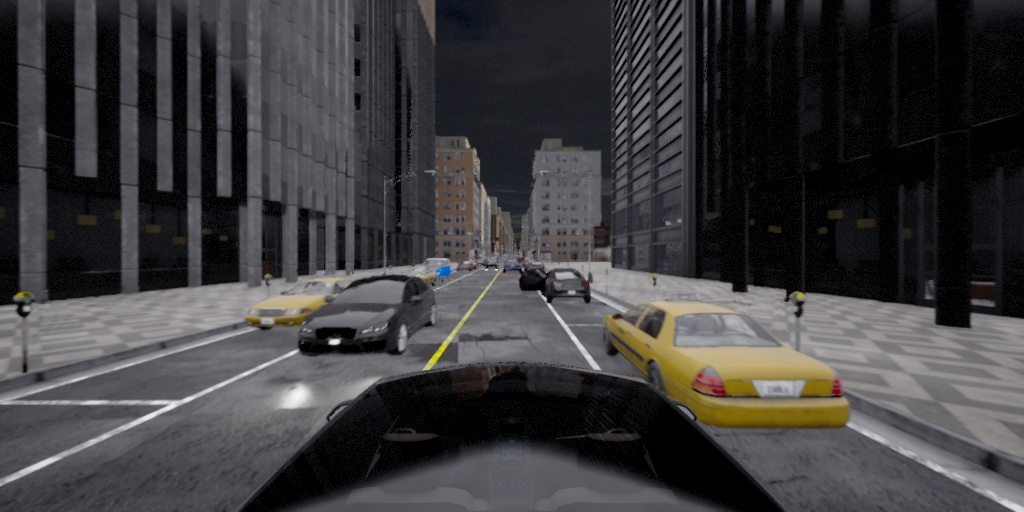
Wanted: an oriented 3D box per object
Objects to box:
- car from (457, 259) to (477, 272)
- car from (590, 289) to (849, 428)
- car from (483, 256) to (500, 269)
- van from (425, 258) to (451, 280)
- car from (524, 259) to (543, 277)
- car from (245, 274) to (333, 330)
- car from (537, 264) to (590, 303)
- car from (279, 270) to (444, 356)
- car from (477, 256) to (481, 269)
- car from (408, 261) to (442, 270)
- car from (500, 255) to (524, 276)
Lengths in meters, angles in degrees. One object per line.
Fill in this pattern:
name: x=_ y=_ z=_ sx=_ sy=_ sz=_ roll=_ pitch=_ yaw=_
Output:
car: x=-5.860 y=1.258 z=45.125 sx=1.802 sy=1.307 sz=4.207 roll=0 pitch=0 yaw=0
car: x=2.672 y=1.272 z=5.831 sx=1.751 sy=1.417 sz=4.829 roll=0 pitch=0 yaw=1
car: x=-3.003 y=1.181 z=54.578 sx=1.837 sy=1.490 sz=4.892 roll=0 pitch=0 yaw=0
van: x=-5.859 y=1.059 z=28.205 sx=1.690 sy=1.789 sz=3.998 roll=0 pitch=0 yaw=0
car: x=2.666 y=1.243 z=39.463 sx=2.007 sy=1.370 sz=4.403 roll=0 pitch=0 yaw=0
car: x=-5.862 y=1.266 z=11.076 sx=1.751 sy=1.417 sz=4.829 roll=0 pitch=0 yaw=1
car: x=2.351 y=1.262 z=16.368 sx=1.812 sy=1.442 sz=4.674 roll=0 pitch=0 yaw=0
car: x=-3.099 y=1.248 z=8.692 sx=1.837 sy=1.490 sz=4.892 roll=0 pitch=0 yaw=0
car: x=-5.860 y=1.099 z=50.766 sx=1.967 sy=1.591 sz=4.097 roll=0 pitch=0 yaw=0
car: x=-5.859 y=1.253 z=22.392 sx=1.751 sy=1.417 sz=4.829 roll=0 pitch=0 yaw=0
car: x=0.053 y=1.039 z=41.501 sx=2.097 sy=1.767 sz=4.553 roll=0 pitch=0 yaw=0
